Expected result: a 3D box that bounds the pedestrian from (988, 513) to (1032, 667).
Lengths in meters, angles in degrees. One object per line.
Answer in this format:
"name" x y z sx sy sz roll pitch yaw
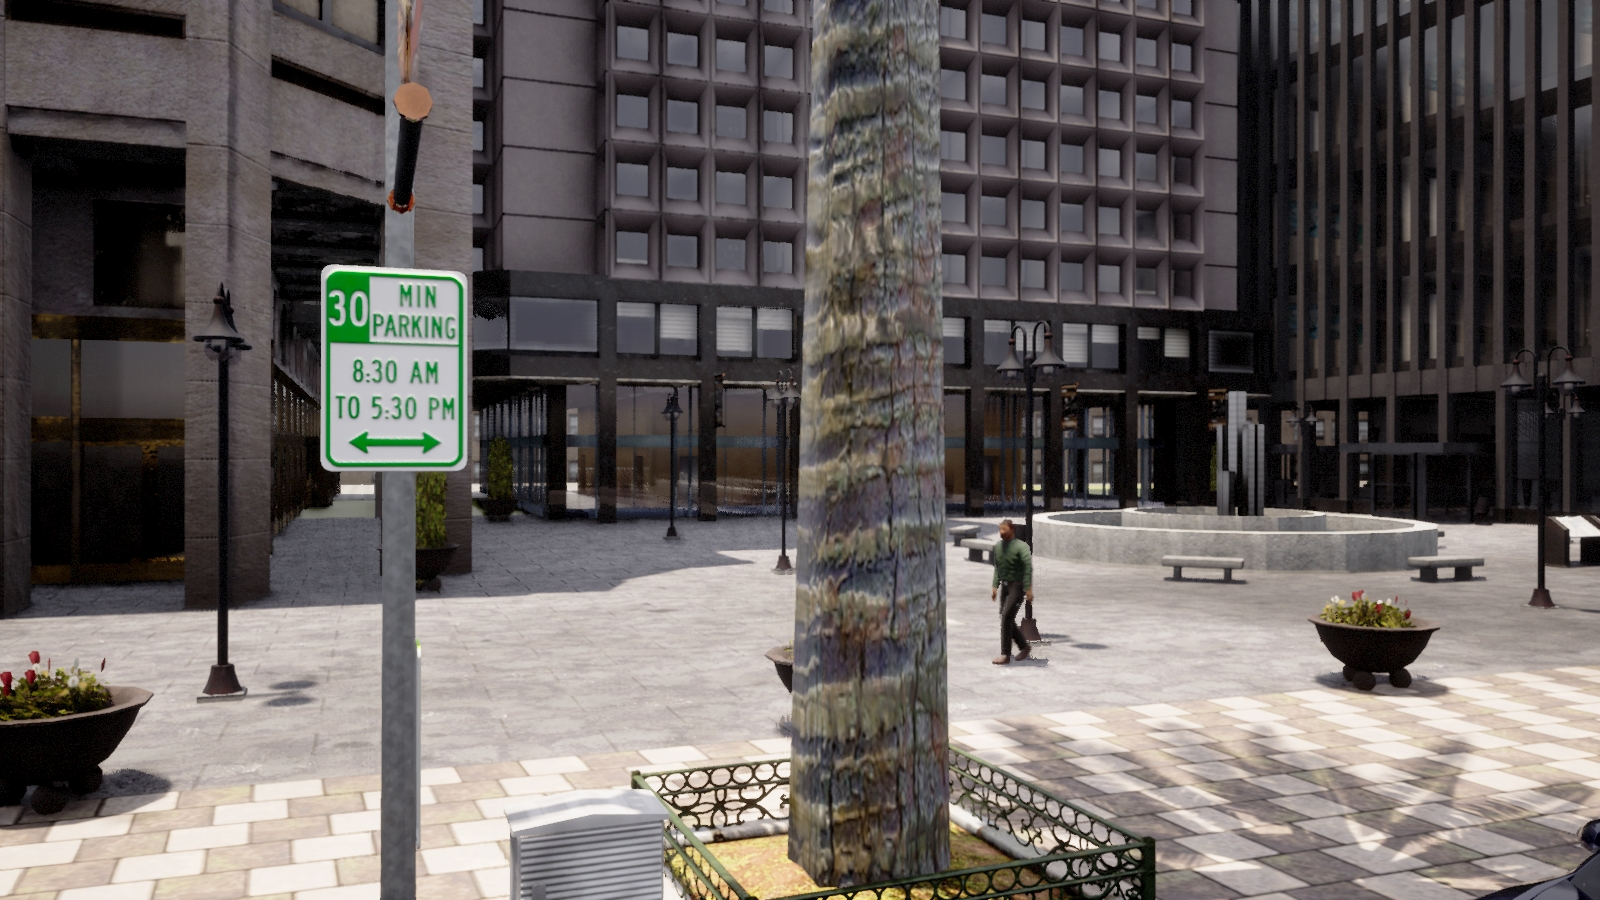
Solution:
"pedestrian" 2.614 1.722 14.217 0.375 1.860 0.375 0 0 -32
